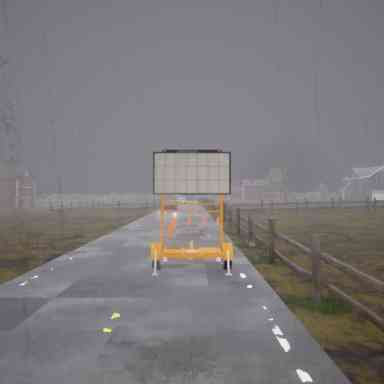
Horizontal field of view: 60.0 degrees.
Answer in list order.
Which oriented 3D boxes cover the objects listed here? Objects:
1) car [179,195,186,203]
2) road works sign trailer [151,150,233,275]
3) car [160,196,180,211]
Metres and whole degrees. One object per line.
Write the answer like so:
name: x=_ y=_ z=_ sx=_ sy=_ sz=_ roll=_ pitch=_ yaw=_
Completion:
car: x=-2.766 y=1.911 z=85.909 sx=2.150 sy=2.045 sz=5.566 roll=0 pitch=-1 yaw=0
road works sign trailer: x=-0.002 y=0.481 z=10.435 sx=2.380 sy=3.560 sz=2.880 roll=0 pitch=0 yaw=0
car: x=-2.857 y=1.657 z=41.747 sx=1.882 sy=1.535 sz=5.008 roll=0 pitch=0 yaw=0
